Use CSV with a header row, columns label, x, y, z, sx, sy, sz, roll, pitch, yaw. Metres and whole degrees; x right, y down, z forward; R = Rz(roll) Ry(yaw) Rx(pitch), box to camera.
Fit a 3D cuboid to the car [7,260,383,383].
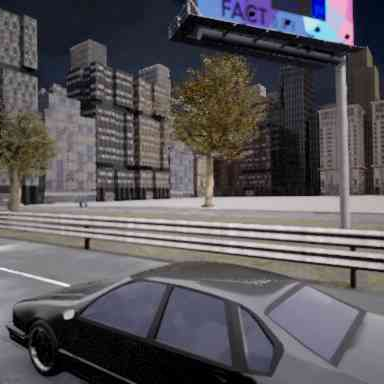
label,x,y,z,sx,sy,sz,roll,pitch,yaw
car,-0.007,1.570,3.877,5.357,1.411,2.033,-1,0,36
